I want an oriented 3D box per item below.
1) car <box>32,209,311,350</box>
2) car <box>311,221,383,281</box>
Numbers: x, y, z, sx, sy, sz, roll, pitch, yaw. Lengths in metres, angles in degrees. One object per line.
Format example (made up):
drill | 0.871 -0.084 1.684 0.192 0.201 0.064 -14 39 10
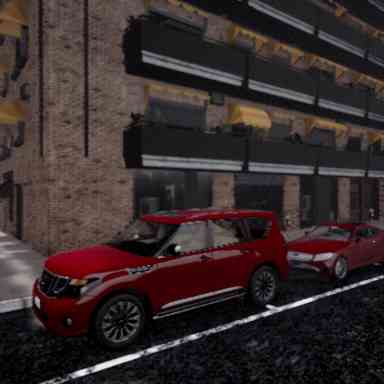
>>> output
car | -0.236 1.299 6.392 5.009 1.841 2.192 0 0 -36
car | 4.346 1.533 9.677 4.206 1.307 1.802 0 0 -36
